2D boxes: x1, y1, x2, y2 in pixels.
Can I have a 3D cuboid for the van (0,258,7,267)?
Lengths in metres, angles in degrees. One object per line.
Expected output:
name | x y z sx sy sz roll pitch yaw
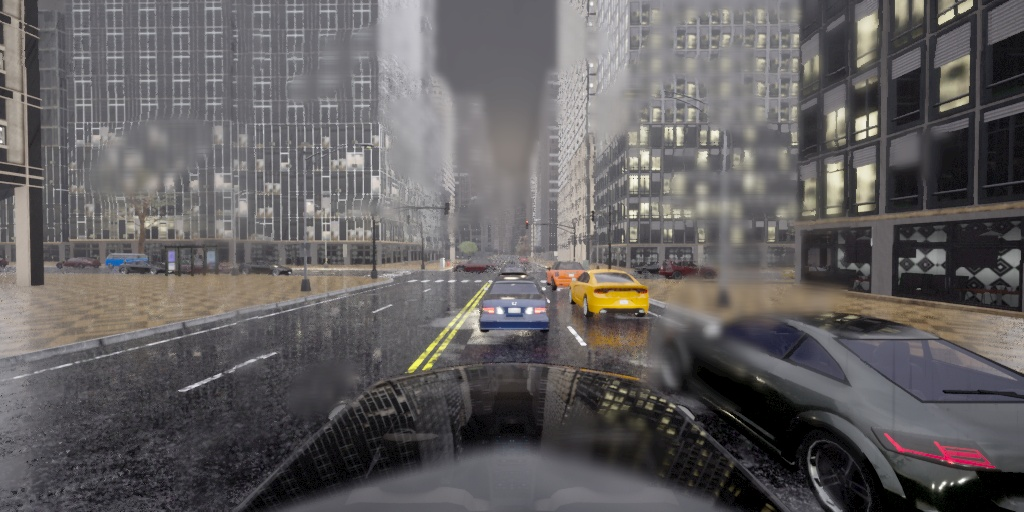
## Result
van | -51.210 0.686 33.939 3.998 1.789 1.690 0 0 1

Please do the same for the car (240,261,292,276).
car | -22.800 1.173 33.296 4.313 1.339 1.948 0 0 1

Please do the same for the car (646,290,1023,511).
car | 3.339 1.313 4.057 1.994 1.385 4.181 0 0 0

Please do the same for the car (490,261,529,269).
car | 0.060 1.232 20.488 2.128 1.511 4.902 0 0 0

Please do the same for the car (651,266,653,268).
car | 15.645 1.456 38.639 4.718 1.301 1.895 0 1 1

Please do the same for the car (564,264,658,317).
car | 3.325 1.223 13.142 1.882 1.535 5.008 0 0 0

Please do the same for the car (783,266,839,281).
car | 27.575 1.578 32.681 4.829 1.417 1.751 0 0 1

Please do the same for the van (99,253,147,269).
van | -45.375 0.604 42.214 3.998 1.789 1.690 0 0 1

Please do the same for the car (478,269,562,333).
car | 0.081 1.294 10.735 2.033 1.411 5.357 0 0 1

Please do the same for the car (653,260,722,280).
car | 16.126 1.268 32.853 5.009 1.841 2.192 0 0 1

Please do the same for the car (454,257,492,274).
car | -4.004 1.033 38.890 4.553 1.767 2.097 1 1 1

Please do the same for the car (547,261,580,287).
car | 3.305 1.092 22.147 2.097 1.767 4.553 0 0 0

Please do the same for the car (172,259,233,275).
car | -28.484 1.137 33.417 4.207 1.307 1.802 0 0 1

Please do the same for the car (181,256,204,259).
car | -35.472 0.748 39.429 4.553 1.767 2.097 1 1 1

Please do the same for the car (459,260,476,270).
car | -6.706 1.277 54.258 1.994 1.385 4.181 0 0 0

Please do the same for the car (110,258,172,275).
car | -34.165 1.068 33.578 4.313 1.339 1.948 0 0 1
